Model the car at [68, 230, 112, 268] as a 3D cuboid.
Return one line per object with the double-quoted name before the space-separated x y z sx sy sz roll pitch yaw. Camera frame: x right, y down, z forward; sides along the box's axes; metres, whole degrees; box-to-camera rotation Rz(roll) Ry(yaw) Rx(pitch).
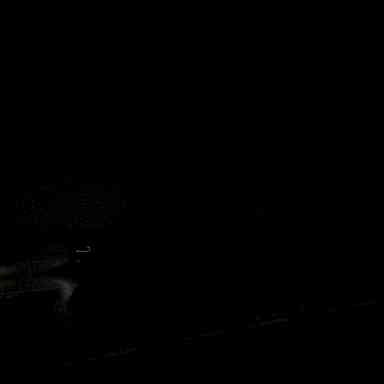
"car" -1.224 1.468 10.466 5.008 1.535 1.882 0 0 -25
